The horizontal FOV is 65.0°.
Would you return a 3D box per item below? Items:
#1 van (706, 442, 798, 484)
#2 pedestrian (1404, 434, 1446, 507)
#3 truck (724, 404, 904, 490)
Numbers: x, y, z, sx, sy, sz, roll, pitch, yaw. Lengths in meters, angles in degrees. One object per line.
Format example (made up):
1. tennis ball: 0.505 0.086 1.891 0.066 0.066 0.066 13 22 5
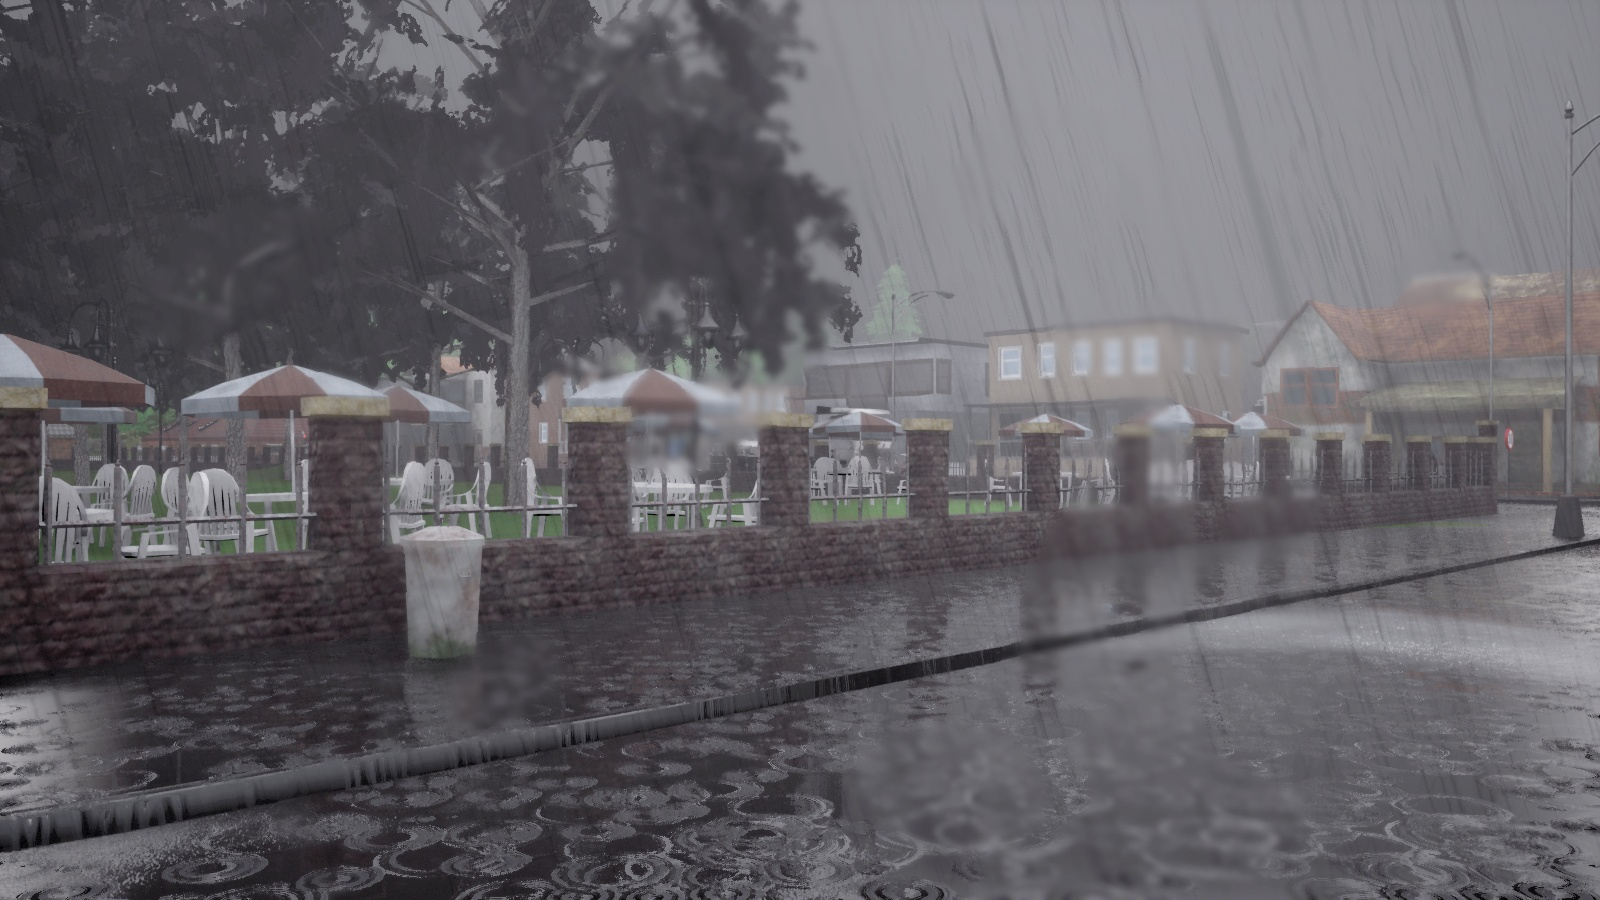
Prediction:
1. van: -2.443 0.621 62.557 4.480 2.038 2.069 0 0 45
2. pedestrian: 15.611 0.505 31.385 0.328 1.805 0.869 0 0 -44
3. truck: 0.471 -0.109 54.075 7.936 3.462 2.891 0 0 44
